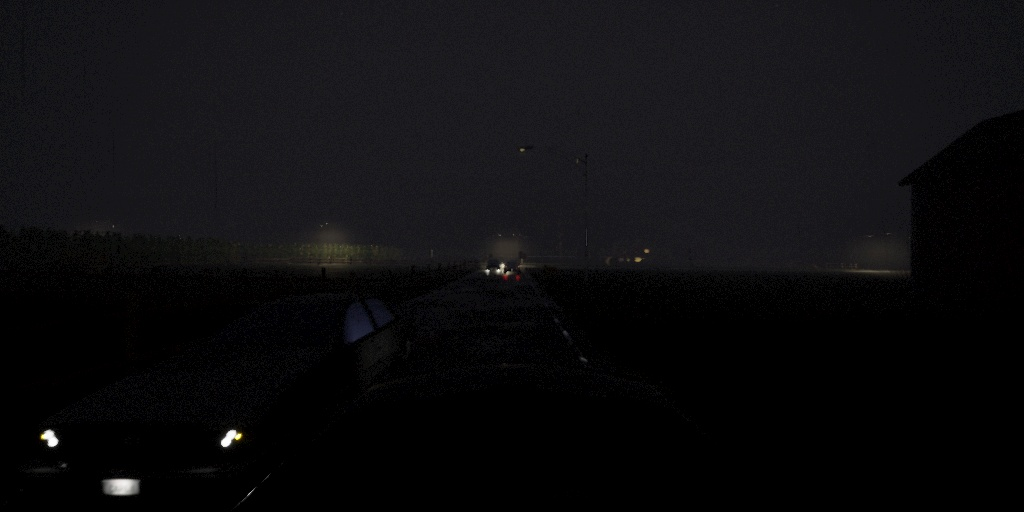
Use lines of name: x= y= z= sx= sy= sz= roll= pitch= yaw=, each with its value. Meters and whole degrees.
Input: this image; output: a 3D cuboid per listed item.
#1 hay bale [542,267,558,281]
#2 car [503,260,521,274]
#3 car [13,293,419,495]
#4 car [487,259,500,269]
hay bale: x=3.130 y=1.388 z=29.606 sx=1.220 sy=1.180 sz=1.240 roll=0 pitch=0 yaw=0
car: x=0.028 y=1.254 z=40.658 sx=1.812 sy=1.442 sz=4.674 roll=0 pitch=0 yaw=1
car: x=-2.850 y=1.295 z=5.275 sx=2.033 sy=1.411 sz=5.357 roll=0 pitch=0 yaw=0
car: x=-2.764 y=1.200 z=54.118 sx=1.882 sy=1.535 sz=5.008 roll=0 pitch=0 yaw=0
